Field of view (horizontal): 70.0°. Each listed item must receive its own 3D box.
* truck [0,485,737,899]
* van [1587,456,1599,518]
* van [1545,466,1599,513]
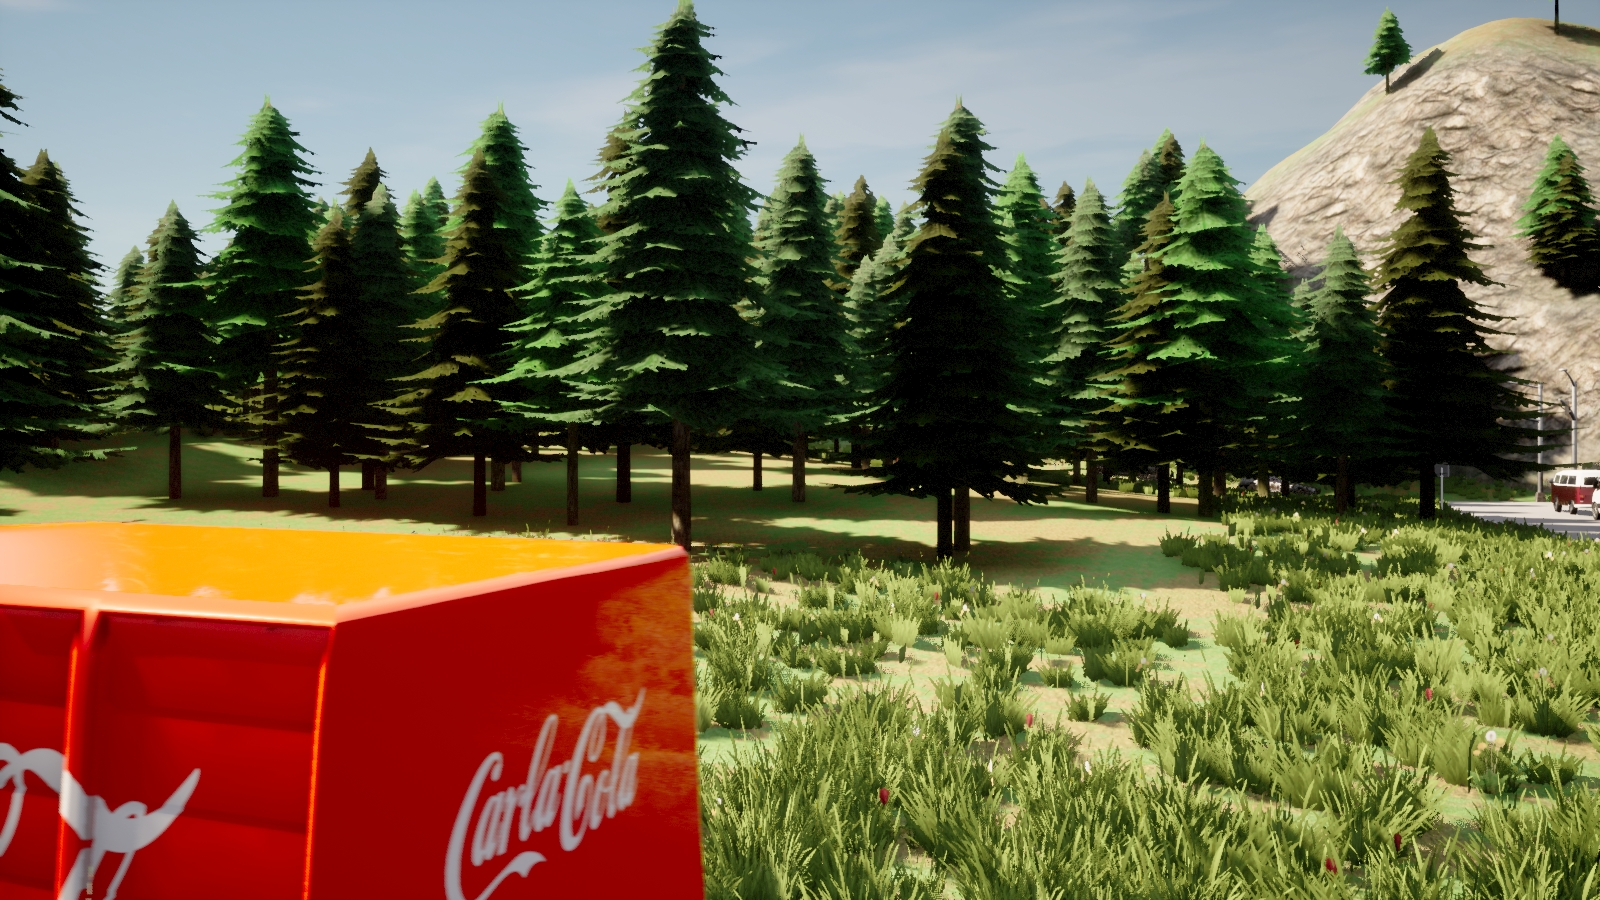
[{"bbox_3d":[-3.161,1.427,4.478,5.204,2.467,2.627,0,0,20],"label":"truck"},{"bbox_3d":[33.726,1.534,45.978,1.988,2.561,5.915,0,0,20],"label":"van"},{"bbox_3d":[36.159,1.782,52.642,2.069,2.038,4.480,0,0,20],"label":"van"}]
